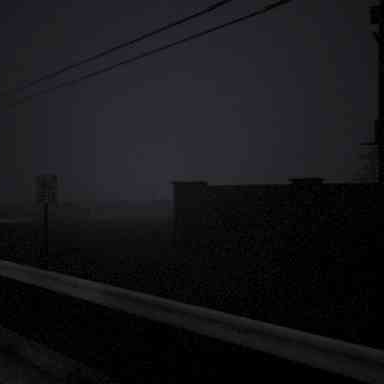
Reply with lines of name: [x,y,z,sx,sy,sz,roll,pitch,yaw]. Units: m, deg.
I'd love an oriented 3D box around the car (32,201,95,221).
car: [-10.941,1.550,28.446,5.008,1.535,1.882,0,0,-26]
